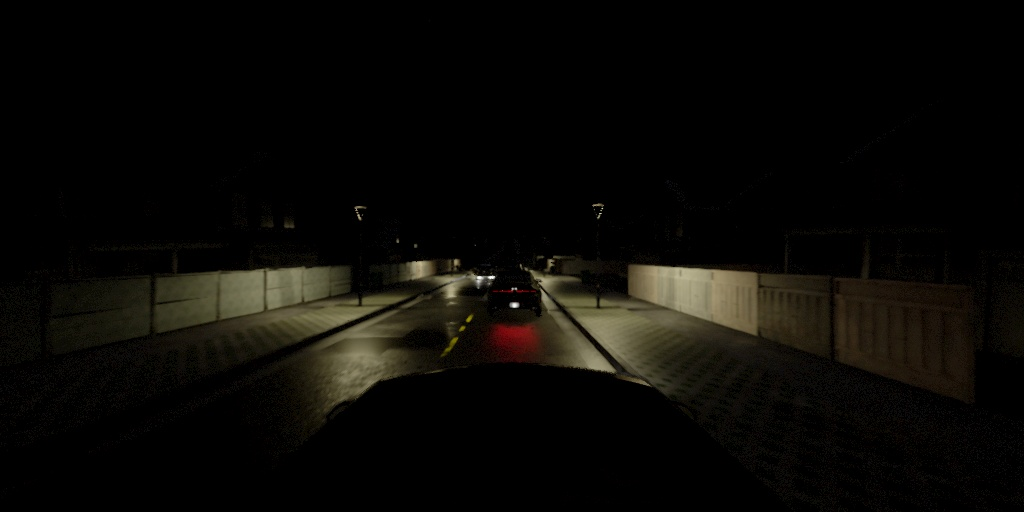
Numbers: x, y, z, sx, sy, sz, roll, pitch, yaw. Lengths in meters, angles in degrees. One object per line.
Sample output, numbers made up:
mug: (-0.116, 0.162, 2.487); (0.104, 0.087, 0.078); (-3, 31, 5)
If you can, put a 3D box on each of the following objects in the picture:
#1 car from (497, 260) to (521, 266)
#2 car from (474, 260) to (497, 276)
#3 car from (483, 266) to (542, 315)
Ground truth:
car: (0.086, 1.342, 30.205); (2.128, 1.511, 4.902); (0, 0, 0)
car: (-2.850, 1.433, 38.523); (1.994, 1.385, 4.181); (0, 0, 0)
car: (0.088, 1.295, 13.664); (1.837, 1.490, 4.892); (0, 0, 0)
